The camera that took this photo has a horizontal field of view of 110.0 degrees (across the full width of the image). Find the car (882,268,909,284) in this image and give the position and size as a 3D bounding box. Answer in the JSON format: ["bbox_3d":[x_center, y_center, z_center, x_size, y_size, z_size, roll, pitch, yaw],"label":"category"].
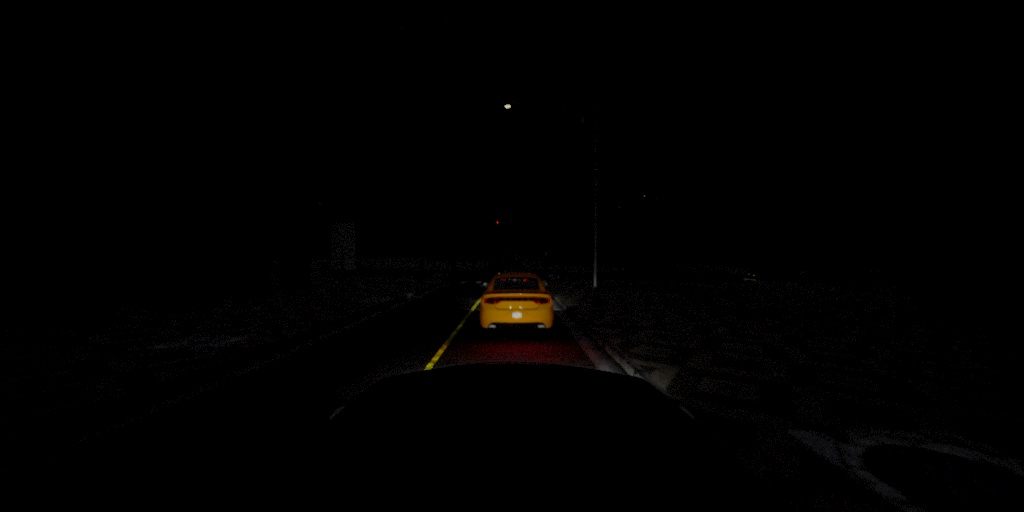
[{"bbox_3d":[34.753,1.879,31.921,4.507,1.381,1.888,0,0,0],"label":"car"}]

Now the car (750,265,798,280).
[{"bbox_3d":[27.398,1.717,37.792,4.892,1.490,1.837,1,0,0],"label":"car"}]

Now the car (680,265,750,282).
[{"bbox_3d":[17.992,1.586,31.954,4.829,1.417,1.751,0,0,0],"label":"car"}]

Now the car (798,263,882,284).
[{"bbox_3d":[29.109,1.556,31.932,5.009,1.841,2.192,0,0,0],"label":"car"}]

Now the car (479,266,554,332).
[{"bbox_3d":[0.115,1.232,10.870,1.882,1.535,5.008,0,0,0],"label":"car"}]

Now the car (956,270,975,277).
[{"bbox_3d":[40.403,2.011,31.910,4.207,1.307,1.802,0,0,0],"label":"car"}]

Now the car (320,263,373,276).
[{"bbox_3d":[-14.728,1.132,31.921,4.403,1.370,2.007,0,0,0],"label":"car"}]

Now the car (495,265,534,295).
[{"bbox_3d":[0.135,1.307,21.254,2.033,1.411,5.357,0,0,0],"label":"car"}]

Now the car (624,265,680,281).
[{"bbox_3d":[12.180,1.539,31.965,4.313,1.339,1.948,0,0,0],"label":"car"}]
